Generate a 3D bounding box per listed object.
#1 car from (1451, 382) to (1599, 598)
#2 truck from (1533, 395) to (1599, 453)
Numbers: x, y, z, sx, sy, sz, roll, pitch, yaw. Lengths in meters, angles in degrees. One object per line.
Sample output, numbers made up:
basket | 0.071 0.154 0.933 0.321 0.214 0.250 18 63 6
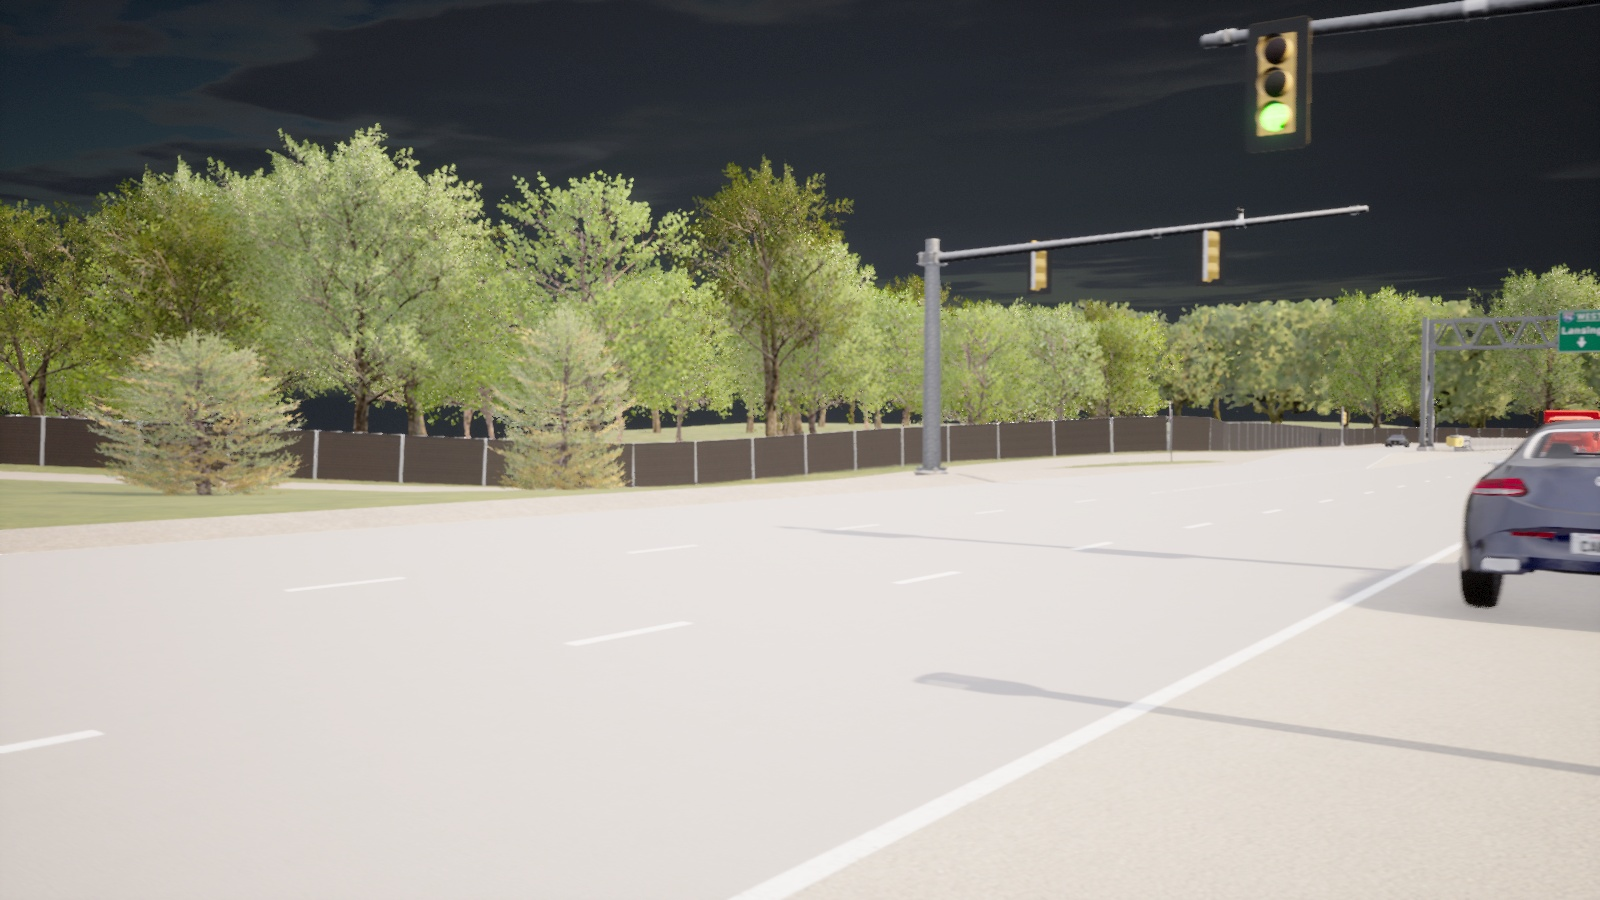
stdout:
car | 7.599 0.255 11.600 2.152 1.651 5.027 1 2 35
truck | 34.565 -1.167 56.195 2.627 2.467 5.204 1 2 35
